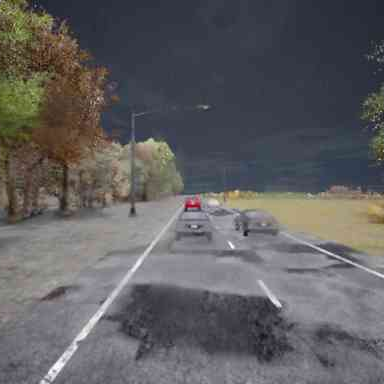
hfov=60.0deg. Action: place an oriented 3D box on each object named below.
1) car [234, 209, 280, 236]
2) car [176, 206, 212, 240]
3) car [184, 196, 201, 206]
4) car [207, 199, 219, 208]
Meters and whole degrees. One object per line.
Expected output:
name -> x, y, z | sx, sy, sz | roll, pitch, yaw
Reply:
car -> 3.599, 1.694, 19.236 | 2.033, 1.411, 5.357 | 0, 0, 0
car -> 0.100, 1.685, 17.973 | 2.033, 1.411, 5.357 | 0, 0, 0
car -> 0.102, 1.552, 45.619 | 2.150, 2.045, 5.566 | 0, 0, 0
car -> 3.600, 1.930, 56.624 | 1.812, 1.442, 4.674 | 0, -1, 0
